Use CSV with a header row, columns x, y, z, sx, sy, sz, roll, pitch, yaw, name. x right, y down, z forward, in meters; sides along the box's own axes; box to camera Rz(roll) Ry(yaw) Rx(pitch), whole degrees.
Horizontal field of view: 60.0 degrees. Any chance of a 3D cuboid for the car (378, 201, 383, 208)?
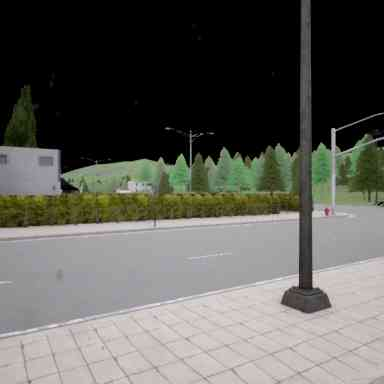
x,y,z,sx,sy,sz,roll,pitch,yaw,name
28.150,1.477,45.489,1.882,1.535,5.008,-2,1,-37,car
